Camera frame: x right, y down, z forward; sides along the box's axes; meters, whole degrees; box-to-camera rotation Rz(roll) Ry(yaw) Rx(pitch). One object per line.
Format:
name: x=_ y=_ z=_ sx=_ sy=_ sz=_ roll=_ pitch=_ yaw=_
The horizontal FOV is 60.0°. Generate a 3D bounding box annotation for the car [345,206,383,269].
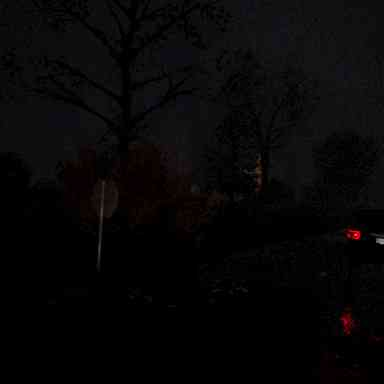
car: x=6.943 y=1.546 z=11.356 sx=2.150 sy=2.045 sz=5.566 roll=4 pitch=1 yaw=38
